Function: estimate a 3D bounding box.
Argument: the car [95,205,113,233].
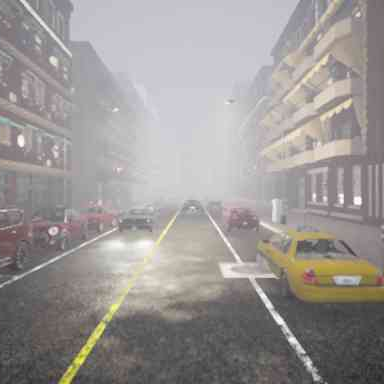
[{"bbox_3d":[-5.659,1.463,19.211,1.887,1.381,4.507,0,0,0],"label":"car"}]

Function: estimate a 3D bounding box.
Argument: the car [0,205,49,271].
[{"bbox_3d":[-5.675,1.281,7.937,2.192,1.841,5.009,0,0,0],"label":"car"}]

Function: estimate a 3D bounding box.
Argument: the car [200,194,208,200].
[{"bbox_3d":[2.816,1.228,81.191,1.802,1.307,4.206,0,0,0],"label":"car"}]

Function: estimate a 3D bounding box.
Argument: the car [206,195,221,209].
[{"bbox_3d":[2.756,1.371,41.738,2.008,1.369,4.403,0,0,0],"label":"car"}]

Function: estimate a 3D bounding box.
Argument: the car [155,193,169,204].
[{"bbox_3d":[-5.599,1.297,58.662,2.008,1.369,4.403,0,0,0],"label":"car"}]

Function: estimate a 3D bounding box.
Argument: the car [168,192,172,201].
[{"bbox_3d":[-5.591,1.272,64.299,2.008,1.369,4.403,0,0,0],"label":"car"}]

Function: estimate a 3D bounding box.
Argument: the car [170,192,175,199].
[{"bbox_3d":[-5.573,1.216,75.572,1.887,1.381,4.507,0,0,0],"label":"car"}]

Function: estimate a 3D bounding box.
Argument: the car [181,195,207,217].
[{"bbox_3d":[0.052,1.361,30.100,2.033,1.649,4.856,0,0,0],"label":"car"}]

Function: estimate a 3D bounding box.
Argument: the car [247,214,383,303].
[{"bbox_3d":[2.705,1.490,8.091,1.752,1.417,4.829,0,0,0],"label":"car"}]

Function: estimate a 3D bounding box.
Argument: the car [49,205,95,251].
[{"bbox_3d":[-5.667,1.382,13.573,1.967,1.590,4.097,0,0,0],"label":"car"}]

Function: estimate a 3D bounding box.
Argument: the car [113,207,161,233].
[{"bbox_3d":[-2.970,1.570,19.362,1.895,1.301,4.718,0,0,0],"label":"car"}]

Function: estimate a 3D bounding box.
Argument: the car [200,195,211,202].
[{"bbox_3d":[2.799,1.262,69.919,1.947,1.339,4.313,0,0,0],"label":"car"}]

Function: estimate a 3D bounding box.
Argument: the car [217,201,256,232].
[{"bbox_3d":[2.721,1.462,19.193,1.887,1.381,4.507,0,0,0],"label":"car"}]
